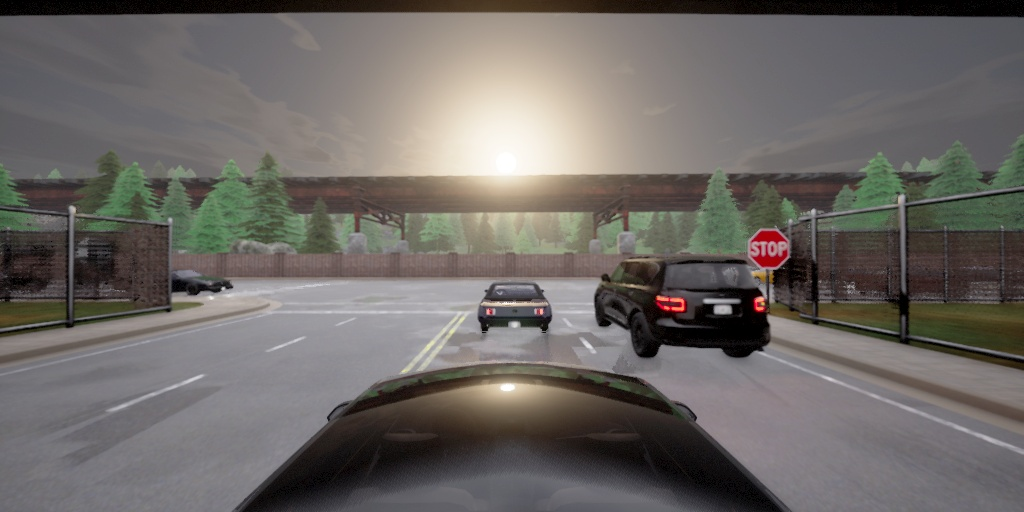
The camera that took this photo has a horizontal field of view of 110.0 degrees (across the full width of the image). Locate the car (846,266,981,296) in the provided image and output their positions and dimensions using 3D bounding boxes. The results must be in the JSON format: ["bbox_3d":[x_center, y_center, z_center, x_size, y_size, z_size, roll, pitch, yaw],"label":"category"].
[{"bbox_3d":[22.071,1.383,19.866,5.008,1.535,1.882,0,0,1],"label":"car"}]

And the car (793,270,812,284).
[{"bbox_3d":[19.345,1.446,27.024,5.008,1.535,1.882,0,0,0],"label":"car"}]

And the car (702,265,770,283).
[{"bbox_3d":[18.985,1.524,30.508,4.674,1.442,1.812,0,0,0],"label":"car"}]

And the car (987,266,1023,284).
[{"bbox_3d":[39.309,1.490,26.842,4.674,1.442,1.812,0,0,1],"label":"car"}]

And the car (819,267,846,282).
[{"bbox_3d":[28.043,1.598,30.450,4.718,1.301,1.895,0,0,1],"label":"car"}]

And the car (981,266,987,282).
[{"bbox_3d":[39.129,1.542,30.348,5.357,1.411,2.033,0,0,1],"label":"car"}]

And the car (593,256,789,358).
[{"bbox_3d":[3.595,1.033,8.799,2.150,2.045,5.566,0,0,0],"label":"car"}]

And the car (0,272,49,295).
[{"bbox_3d":[-29.320,1.513,20.120,4.718,1.301,1.895,0,0,-1],"label":"car"}]

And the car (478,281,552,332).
[{"bbox_3d":[0.074,1.433,11.141,1.895,1.301,4.718,0,0,0],"label":"car"}]

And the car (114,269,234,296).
[{"bbox_3d":[-18.940,1.459,20.212,5.357,1.411,2.033,0,0,0],"label":"car"}]
